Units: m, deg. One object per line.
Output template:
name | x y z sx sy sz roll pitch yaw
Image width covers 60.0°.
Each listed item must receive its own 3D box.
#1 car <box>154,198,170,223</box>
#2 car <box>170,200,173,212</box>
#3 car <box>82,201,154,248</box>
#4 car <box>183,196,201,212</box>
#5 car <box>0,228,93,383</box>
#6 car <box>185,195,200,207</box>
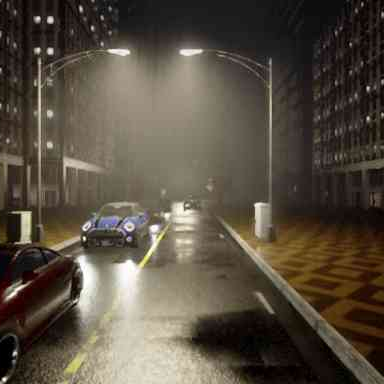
car | -3.003 1.372 24.378 2.033 1.411 5.357 0 0 0
car | -2.984 1.298 34.688 2.033 1.411 5.357 0 0 0
car | -3.074 1.249 14.115 2.097 1.767 4.553 0 0 0
car | 0.017 1.350 35.326 1.895 1.301 4.718 0 0 0
car | -3.105 1.526 4.960 1.994 1.385 4.181 0 0 -1
car | 0.033 1.215 46.630 2.033 1.411 5.357 0 0 0
